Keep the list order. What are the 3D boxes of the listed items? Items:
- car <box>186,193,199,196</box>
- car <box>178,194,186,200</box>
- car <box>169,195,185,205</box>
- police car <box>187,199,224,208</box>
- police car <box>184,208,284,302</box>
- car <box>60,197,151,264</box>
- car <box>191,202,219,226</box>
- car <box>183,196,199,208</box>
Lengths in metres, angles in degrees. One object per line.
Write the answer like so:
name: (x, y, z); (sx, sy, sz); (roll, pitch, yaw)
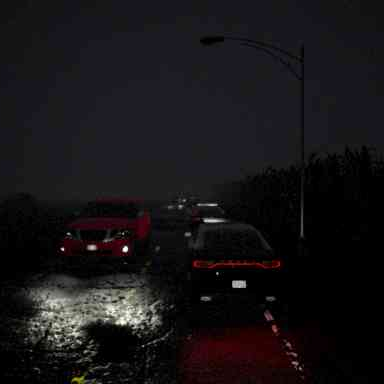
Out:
car: (0.093, 1.134, 60.053); (2.150, 2.045, 5.566); (0, 0, 0)
car: (-2.613, 1.370, 87.505); (1.994, 1.385, 4.181); (0, 0, 0)
car: (-2.750, 1.277, 55.702); (2.097, 1.767, 4.553); (0, 0, 0)
police car: (0.853, 1.415, 18.454); (1.930, 1.638, 5.238); (0, 0, 0)
police car: (0.837, 1.423, 8.455); (1.930, 1.638, 5.238); (0, 0, 0)
car: (-2.830, 1.217, 12.189); (2.150, 2.045, 5.566); (0, 0, 0)
car: (0.862, 1.509, 24.344); (1.812, 1.442, 4.674); (0, 0, 0)
car: (0.116, 1.549, 46.088); (1.895, 1.301, 4.718); (0, 0, 1)
